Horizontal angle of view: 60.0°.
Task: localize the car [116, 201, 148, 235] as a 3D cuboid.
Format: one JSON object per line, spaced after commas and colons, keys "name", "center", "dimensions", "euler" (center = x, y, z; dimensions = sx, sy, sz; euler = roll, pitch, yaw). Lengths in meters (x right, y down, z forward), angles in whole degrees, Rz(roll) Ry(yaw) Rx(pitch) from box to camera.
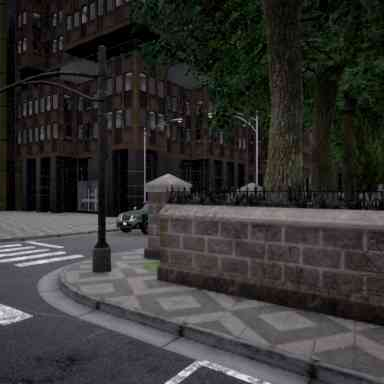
{"name": "car", "center": [-2.395, 1.583, 22.018], "dimensions": [2.150, 2.045, 5.566], "euler": [0, -1, 35]}
